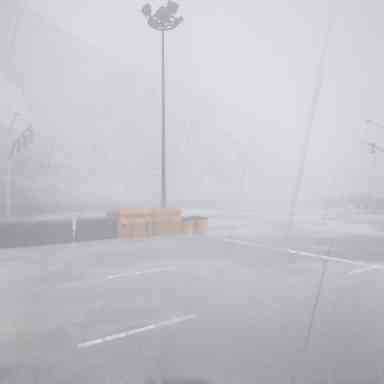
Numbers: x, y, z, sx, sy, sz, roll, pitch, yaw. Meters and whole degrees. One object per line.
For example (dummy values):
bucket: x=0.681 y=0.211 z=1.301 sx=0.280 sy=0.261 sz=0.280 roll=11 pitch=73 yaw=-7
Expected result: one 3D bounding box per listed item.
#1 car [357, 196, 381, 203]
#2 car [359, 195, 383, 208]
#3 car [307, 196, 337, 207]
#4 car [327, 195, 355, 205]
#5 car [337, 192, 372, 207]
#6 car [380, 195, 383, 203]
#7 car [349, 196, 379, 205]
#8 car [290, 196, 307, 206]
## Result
car: x=32.958 y=1.343 z=61.898 sx=4.718 sy=1.301 sz=1.895 roll=0 pitch=0 yaw=-36
car: x=23.805 y=1.431 z=42.550 sx=4.718 sy=1.301 sz=1.895 roll=0 pitch=0 yaw=-36
car: x=19.431 y=1.323 z=48.025 sx=4.902 sy=1.511 sz=2.128 roll=0 pitch=0 yaw=-36
car: x=25.387 y=1.280 z=56.564 sx=4.902 sy=1.511 sz=2.128 roll=0 pitch=0 yaw=-35
car: x=23.070 y=1.044 z=46.326 sx=5.566 sy=2.045 sz=2.150 roll=0 pitch=0 yaw=-36
car: x=35.886 y=1.245 z=59.690 sx=4.892 sy=1.490 sz=1.837 roll=0 pitch=0 yaw=-36
car: x=28.027 y=1.333 z=54.149 sx=5.357 sy=1.411 sz=2.033 roll=0 pitch=0 yaw=-35
car: x=16.929 y=1.360 z=50.540 sx=4.674 sy=1.442 sz=1.812 roll=0 pitch=0 yaw=-35
